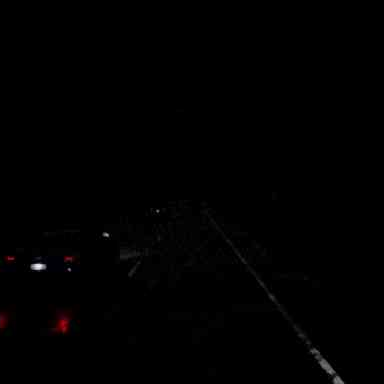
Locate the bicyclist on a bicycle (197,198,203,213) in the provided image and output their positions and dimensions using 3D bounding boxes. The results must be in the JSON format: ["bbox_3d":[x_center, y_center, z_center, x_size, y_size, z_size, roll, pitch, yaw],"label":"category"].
[{"bbox_3d":[1.021,1.714,42.120,0.659,1.776,1.843,0,0,0],"label":"bicyclist on a bicycle"}]

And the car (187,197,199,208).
[{"bbox_3d":[0.153,2.043,58.932,1.994,1.385,4.181,0,-1,0],"label":"car"}]

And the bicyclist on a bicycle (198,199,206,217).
[{"bbox_3d":[0.983,1.706,33.114,0.866,1.612,1.509,0,0,0],"label":"bicyclist on a bicycle"}]

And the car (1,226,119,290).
[{"bbox_3d":[-3.390,1.641,9.360,1.994,1.385,4.181,0,0,0],"label":"car"}]

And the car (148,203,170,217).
[{"bbox_3d":[-3.358,1.846,34.618,1.994,1.385,4.181,0,0,0],"label":"car"}]
